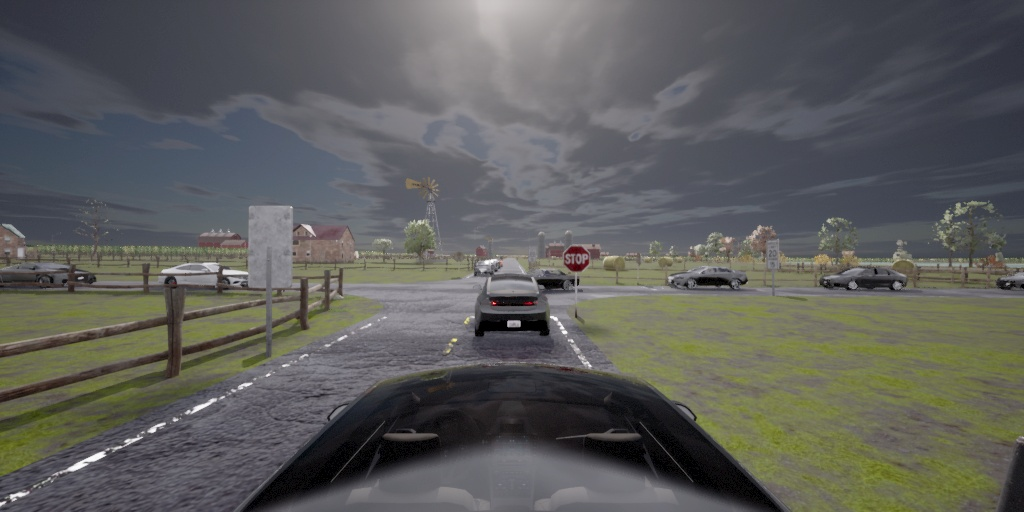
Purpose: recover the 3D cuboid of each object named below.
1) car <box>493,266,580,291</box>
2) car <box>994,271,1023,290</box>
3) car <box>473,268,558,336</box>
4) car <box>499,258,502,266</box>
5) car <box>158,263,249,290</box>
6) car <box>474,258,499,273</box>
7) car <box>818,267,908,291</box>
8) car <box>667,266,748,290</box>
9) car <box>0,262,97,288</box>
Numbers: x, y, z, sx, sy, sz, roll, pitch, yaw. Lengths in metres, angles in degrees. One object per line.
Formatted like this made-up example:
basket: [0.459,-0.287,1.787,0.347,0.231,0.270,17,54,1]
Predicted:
car: [1.548,1.368,20.428,4.718,1.301,1.895,1,0,-35]
car: [35.479,1.618,23.937,4.892,1.490,1.837,0,-1,-1]
car: [-0.065,1.256,10.359,1.837,1.490,4.892,0,0,-3]
car: [-2.809,1.237,46.494,2.128,1.511,4.902,0,0,0]
car: [-17.226,1.102,20.332,4.674,1.442,1.812,1,-1,-1]
car: [-2.825,1.239,37.048,2.128,1.511,4.902,0,0,0]
car: [23.201,1.505,23.796,4.892,1.490,1.837,0,-1,-1]
car: [12.819,1.395,23.621,4.902,1.511,2.128,1,-1,-2]
car: [-26.346,1.046,20.218,4.181,1.385,1.994,1,-1,-1]
